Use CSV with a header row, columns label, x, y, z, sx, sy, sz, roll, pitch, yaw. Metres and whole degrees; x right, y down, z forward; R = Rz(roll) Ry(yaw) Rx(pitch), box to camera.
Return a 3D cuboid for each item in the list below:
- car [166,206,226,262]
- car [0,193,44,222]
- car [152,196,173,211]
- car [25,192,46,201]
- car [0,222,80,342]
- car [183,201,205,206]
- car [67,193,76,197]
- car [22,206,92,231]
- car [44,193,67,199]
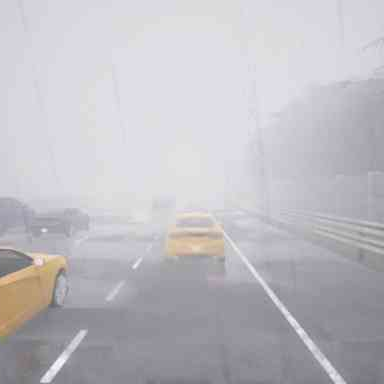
label,x,y,z,sx,sy,sz,roll,pitch,yaw
car,0.118,1.500,12.212,1.882,1.535,5.008,0,0,0
car,-10.366,1.250,17.754,2.150,2.045,5.566,0,0,0
car,-3.345,1.238,38.596,2.097,1.767,4.553,0,1,0
car,-31.052,0.869,66.233,1.837,1.490,4.892,0,1,1
car,-3.496,1.487,4.910,1.882,1.535,5.008,0,0,0
car,0.198,1.503,30.270,1.812,1.442,4.674,0,0,0
car,-24.074,0.885,64.506,1.882,1.535,5.008,0,1,1
car,-6.864,1.533,17.904,1.837,1.490,4.892,0,0,0
car,-20.778,1.257,48.790,2.033,1.411,5.357,0,1,1
